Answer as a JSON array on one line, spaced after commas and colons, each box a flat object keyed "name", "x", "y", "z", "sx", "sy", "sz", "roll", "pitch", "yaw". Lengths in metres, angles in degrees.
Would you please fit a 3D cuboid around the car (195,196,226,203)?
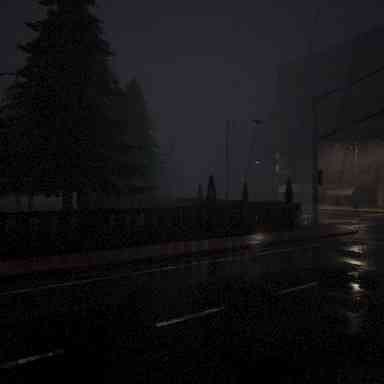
[{"name": "car", "x": 2.481, "y": 1.471, "z": 36.844, "sx": 1.812, "sy": 1.442, "sz": 4.674, "roll": 0, "pitch": 0, "yaw": -28}]

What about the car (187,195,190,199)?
[{"name": "car", "x": -1.433, "y": 1.276, "z": 67.798, "sx": 2.128, "sy": 1.511, "sz": 4.902, "roll": 0, "pitch": 0, "yaw": 14}]

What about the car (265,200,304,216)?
[{"name": "car", "x": 7.286, "y": 1.422, "z": 28.808, "sx": 1.882, "sy": 1.535, "sz": 5.008, "roll": 0, "pitch": 0, "yaw": -33}]

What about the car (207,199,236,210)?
[{"name": "car", "x": 3.669, "y": 1.545, "z": 42.247, "sx": 1.895, "sy": 1.301, "sz": 4.718, "roll": 0, "pitch": 0, "yaw": -20}]

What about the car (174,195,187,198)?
[{"name": "car", "x": -2.230, "y": 1.470, "z": 51.540, "sx": 1.812, "sy": 1.442, "sz": 4.674, "roll": 0, "pitch": 0, "yaw": -6}]

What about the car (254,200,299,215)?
[{"name": "car", "x": 8.454, "y": 1.509, "z": 33.455, "sx": 1.994, "sy": 1.385, "sz": 4.181, "roll": 0, "pitch": 0, "yaw": -32}]

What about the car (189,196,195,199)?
[{"name": "car", "x": 0.951, "y": 1.422, "z": 55.084, "sx": 1.882, "sy": 1.535, "sz": 5.008, "roll": 0, "pitch": 0, "yaw": -2}]
